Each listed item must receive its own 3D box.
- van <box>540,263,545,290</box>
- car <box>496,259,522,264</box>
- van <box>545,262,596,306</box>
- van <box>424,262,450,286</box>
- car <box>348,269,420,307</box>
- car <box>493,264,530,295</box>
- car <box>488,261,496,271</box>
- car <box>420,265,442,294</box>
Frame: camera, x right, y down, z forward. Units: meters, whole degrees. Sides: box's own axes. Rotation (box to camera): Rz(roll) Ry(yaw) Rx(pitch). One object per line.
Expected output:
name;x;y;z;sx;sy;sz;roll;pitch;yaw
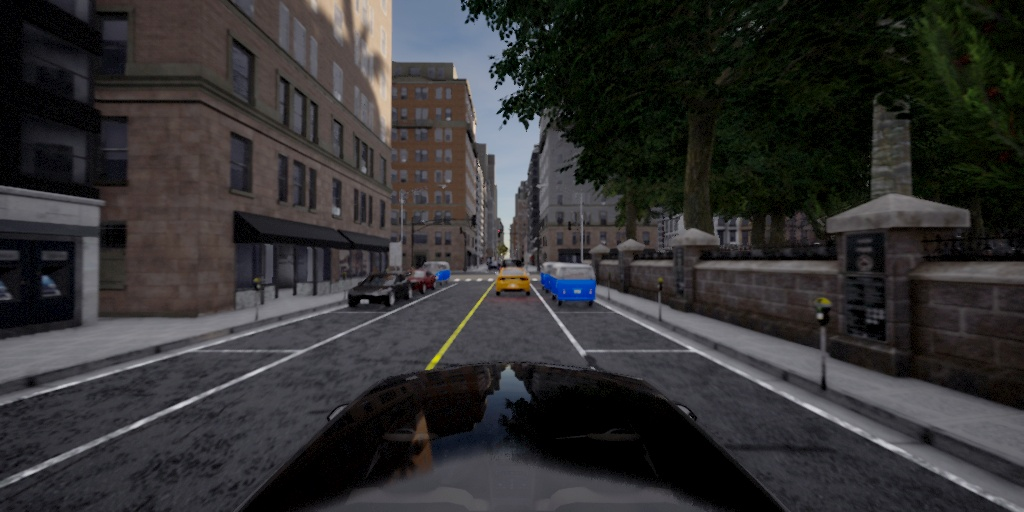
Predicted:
van;2.656;1.289;22.110;1.690;1.789;3.998;0;0;0
car;-0.042;1.258;31.769;2.150;2.045;5.566;0;0;-1
van;2.659;1.236;16.452;1.690;1.789;3.998;0;0;0
van;-5.873;1.341;27.755;1.690;1.789;3.998;0;0;0
car;-5.866;1.460;16.435;1.948;1.339;4.313;0;0;0
car;0.056;1.418;21.290;1.882;1.535;5.008;0;-1;0
car;-3.258;1.695;64.876;2.097;1.767;4.553;0;-1;0
car;-5.870;1.493;22.095;1.888;1.381;4.507;0;0;0
